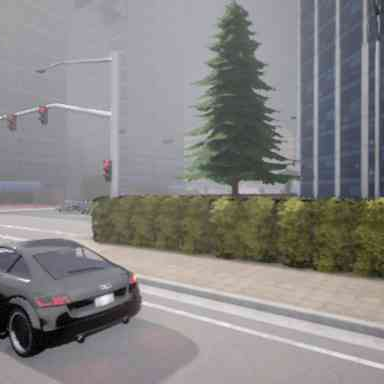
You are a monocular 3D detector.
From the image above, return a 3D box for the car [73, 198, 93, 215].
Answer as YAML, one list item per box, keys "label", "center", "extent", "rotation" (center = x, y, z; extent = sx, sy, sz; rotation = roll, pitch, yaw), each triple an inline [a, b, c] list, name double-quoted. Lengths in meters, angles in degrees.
- label: "car"
  center: [-8.921, 1.445, 32.976]
  extent: [1.837, 1.490, 4.892]
  rotation: [0, 0, 35]

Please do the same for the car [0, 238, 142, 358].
- label: "car"
  center: [-2.911, 1.551, 6.058]
  extent: [4.181, 1.385, 1.994]
  rotation: [0, 0, 36]

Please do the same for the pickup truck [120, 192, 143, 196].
- label: "pickup truck"
  center: [-11.073, 0.961, 58.619]
  extent: [6.274, 2.098, 2.390]
  rotation: [0, 0, -24]

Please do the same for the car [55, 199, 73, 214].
- label: "car"
  center: [-11.859, 1.424, 34.881]
  extent: [2.128, 1.511, 4.902]
  rotation: [0, 0, 35]
